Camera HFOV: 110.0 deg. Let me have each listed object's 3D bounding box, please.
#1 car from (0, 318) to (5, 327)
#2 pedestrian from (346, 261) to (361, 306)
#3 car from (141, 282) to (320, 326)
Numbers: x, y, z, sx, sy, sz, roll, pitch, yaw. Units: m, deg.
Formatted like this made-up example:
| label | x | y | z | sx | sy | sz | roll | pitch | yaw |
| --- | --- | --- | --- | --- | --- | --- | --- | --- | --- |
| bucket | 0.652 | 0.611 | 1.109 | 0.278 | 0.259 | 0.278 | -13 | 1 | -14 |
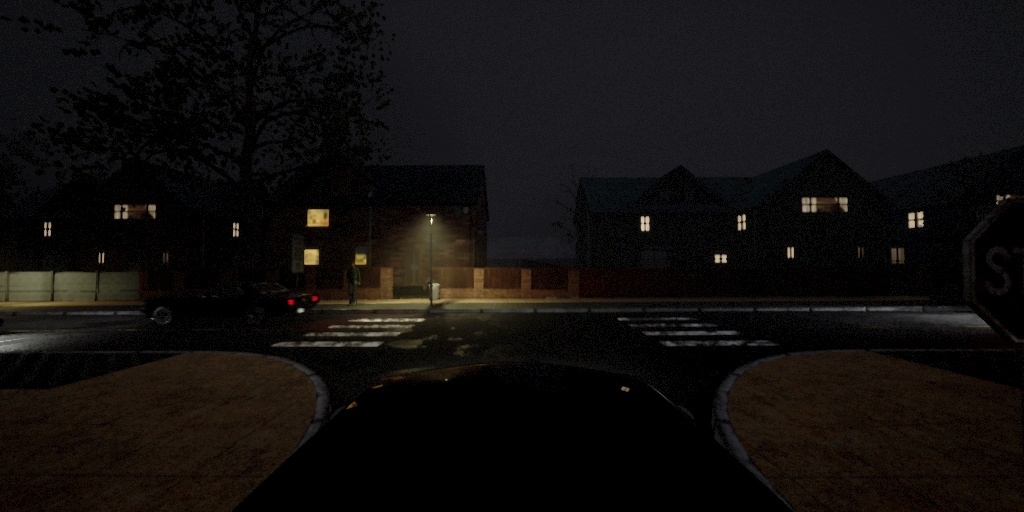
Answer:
| label | x | y | z | sx | sy | sz | roll | pitch | yaw |
| --- | --- | --- | --- | --- | --- | --- | --- | --- | --- |
| car | -16.519 | 1.468 | 9.057 | 5.357 | 1.411 | 2.033 | -1 | -1 | 1 |
| pedestrian | -6.527 | 1.104 | 14.672 | 0.375 | 1.860 | 0.375 | 0 | -1 | 1 |
| car | -9.126 | 1.517 | 11.817 | 4.718 | 1.301 | 1.895 | -1 | -1 | 1 |
